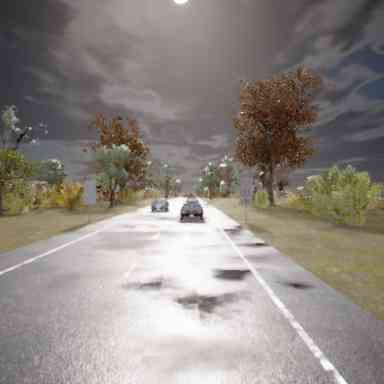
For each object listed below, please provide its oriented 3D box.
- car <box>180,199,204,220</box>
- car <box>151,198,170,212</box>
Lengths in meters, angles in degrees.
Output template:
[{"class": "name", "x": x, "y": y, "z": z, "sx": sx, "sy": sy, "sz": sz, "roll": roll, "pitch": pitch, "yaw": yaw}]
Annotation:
[{"class": "car", "x": 0.001, "y": 1.560, "z": 28.026, "sx": 1.895, "sy": 1.301, "sz": 4.718, "roll": 0, "pitch": 0, "yaw": 0}, {"class": "car", "x": -3.566, "y": 1.454, "z": 37.906, "sx": 2.128, "sy": 1.511, "sz": 4.902, "roll": 0, "pitch": 0, "yaw": 0}]
